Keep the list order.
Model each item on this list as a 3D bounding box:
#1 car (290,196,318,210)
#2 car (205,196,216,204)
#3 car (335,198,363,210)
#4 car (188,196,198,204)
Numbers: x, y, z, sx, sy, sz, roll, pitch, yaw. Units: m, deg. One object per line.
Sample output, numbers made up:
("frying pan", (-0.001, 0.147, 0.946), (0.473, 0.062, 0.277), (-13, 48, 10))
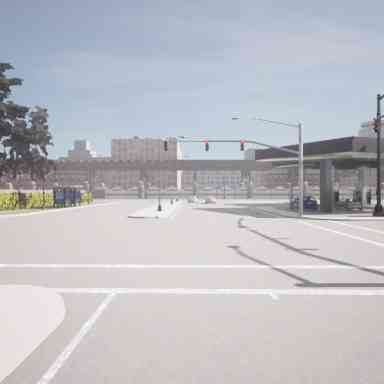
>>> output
("car", (13.251, 1.295, 39.627), (2.242, 1.667, 4.611), (0, 0, 0))
("car", (3.565, 1.525, 64.312), (1.812, 1.442, 4.674), (0, 0, 0))
("car", (18.996, 1.456, 40.384), (1.970, 1.475, 3.806), (0, 0, 0))
("car", (0.172, 1.525, 66.096), (1.812, 1.442, 4.674), (0, 0, 0))
